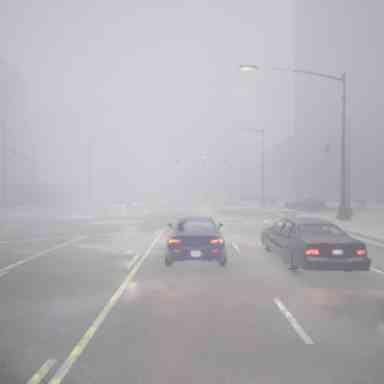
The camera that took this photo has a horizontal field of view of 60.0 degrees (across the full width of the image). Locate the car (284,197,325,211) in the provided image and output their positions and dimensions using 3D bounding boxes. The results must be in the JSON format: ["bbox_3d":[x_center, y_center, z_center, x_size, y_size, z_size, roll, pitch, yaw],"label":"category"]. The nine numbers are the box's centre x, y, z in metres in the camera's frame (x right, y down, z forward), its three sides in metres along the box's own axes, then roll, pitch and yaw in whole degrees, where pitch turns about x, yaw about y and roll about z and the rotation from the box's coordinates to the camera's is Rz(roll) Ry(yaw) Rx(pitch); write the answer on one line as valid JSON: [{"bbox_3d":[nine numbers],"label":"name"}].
[{"bbox_3d":[12.196,1.261,36.005,4.181,1.385,1.994,0,1,1],"label":"car"}]

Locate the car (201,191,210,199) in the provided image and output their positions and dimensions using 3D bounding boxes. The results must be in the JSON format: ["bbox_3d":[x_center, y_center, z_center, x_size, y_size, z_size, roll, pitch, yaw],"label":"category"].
[{"bbox_3d":[3.521,0.813,88.651,2.150,2.045,5.566,0,0,0],"label":"car"}]

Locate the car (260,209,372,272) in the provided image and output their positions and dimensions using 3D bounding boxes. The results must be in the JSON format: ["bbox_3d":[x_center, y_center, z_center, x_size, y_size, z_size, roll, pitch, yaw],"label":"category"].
[{"bbox_3d":[3.613,1.520,10.763,2.033,1.411,5.357,0,1,0],"label":"car"}]

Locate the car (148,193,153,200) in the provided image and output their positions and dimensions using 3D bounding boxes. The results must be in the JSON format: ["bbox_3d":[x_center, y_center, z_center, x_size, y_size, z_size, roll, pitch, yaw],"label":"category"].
[{"bbox_3d":[-10.482,1.055,79.519,1.882,1.535,5.008,0,0,0],"label":"car"}]

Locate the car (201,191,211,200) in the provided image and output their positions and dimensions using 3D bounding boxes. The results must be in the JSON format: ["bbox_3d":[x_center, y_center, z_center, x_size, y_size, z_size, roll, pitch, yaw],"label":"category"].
[{"bbox_3d":[3.518,1.180,78.201,2.033,1.411,5.357,0,0,0],"label":"car"}]

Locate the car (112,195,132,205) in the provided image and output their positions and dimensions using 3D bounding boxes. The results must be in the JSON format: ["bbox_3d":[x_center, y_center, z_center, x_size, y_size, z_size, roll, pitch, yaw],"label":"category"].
[{"bbox_3d":[-10.556,1.144,49.339,1.812,1.442,4.674,0,1,0],"label":"car"}]

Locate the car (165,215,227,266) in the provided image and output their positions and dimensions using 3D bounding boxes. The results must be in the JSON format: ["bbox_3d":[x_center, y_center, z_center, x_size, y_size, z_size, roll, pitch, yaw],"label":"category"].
[{"bbox_3d":[0.114,1.489,11.302,1.812,1.442,4.674,0,0,0],"label":"car"}]

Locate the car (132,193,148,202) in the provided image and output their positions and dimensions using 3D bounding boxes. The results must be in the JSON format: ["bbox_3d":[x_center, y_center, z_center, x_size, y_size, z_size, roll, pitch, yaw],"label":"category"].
[{"bbox_3d":[-10.497,1.108,64.251,2.128,1.511,4.902,0,0,0],"label":"car"}]

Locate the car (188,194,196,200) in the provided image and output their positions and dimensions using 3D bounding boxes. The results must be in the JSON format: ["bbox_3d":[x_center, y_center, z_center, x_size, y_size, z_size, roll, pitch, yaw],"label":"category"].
[{"bbox_3d":[0.018,1.116,78.202,1.882,1.535,5.008,0,0,0],"label":"car"}]
